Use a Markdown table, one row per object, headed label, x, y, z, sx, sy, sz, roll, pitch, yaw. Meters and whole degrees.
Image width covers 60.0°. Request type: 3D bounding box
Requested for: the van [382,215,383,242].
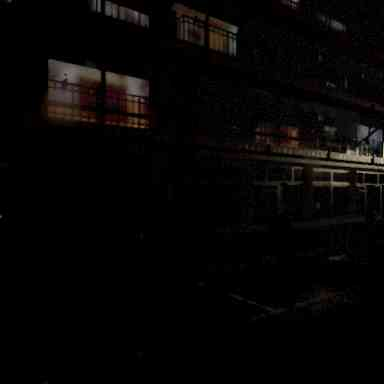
| label | x | y | z | sx | sy | sz | roll | pitch | yaw |
| --- | --- | --- | --- | --- | --- | --- | --- | --- | --- |
| van | 9.077 | 1.349 | 13.042 | 3.998 | 1.788 | 1.690 | 0 | 0 | -36 |
